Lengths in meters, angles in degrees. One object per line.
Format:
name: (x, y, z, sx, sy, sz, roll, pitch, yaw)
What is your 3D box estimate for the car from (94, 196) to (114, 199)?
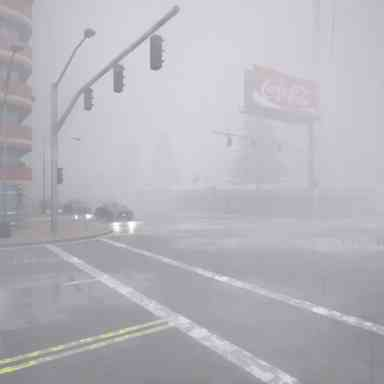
car: (-14.490, 1.505, 56.394, 1.837, 1.490, 4.892, 0, 0, -36)

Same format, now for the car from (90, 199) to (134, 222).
car: (-6.289, 1.564, 26.639, 1.994, 1.385, 4.181, 0, 0, -36)

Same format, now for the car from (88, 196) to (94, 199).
car: (-19.973, 1.478, 64.027, 1.882, 1.535, 5.008, 0, 0, -36)

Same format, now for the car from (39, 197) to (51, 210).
car: (-18.934, 1.478, 44.264, 1.882, 1.535, 5.008, 0, 0, -36)

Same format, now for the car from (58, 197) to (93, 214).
car: (-12.094, 1.564, 34.715, 1.994, 1.385, 4.181, 0, 0, -36)

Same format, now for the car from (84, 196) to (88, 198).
car: (-20.558, 1.564, 58.844, 1.994, 1.385, 4.181, 0, 0, -36)
